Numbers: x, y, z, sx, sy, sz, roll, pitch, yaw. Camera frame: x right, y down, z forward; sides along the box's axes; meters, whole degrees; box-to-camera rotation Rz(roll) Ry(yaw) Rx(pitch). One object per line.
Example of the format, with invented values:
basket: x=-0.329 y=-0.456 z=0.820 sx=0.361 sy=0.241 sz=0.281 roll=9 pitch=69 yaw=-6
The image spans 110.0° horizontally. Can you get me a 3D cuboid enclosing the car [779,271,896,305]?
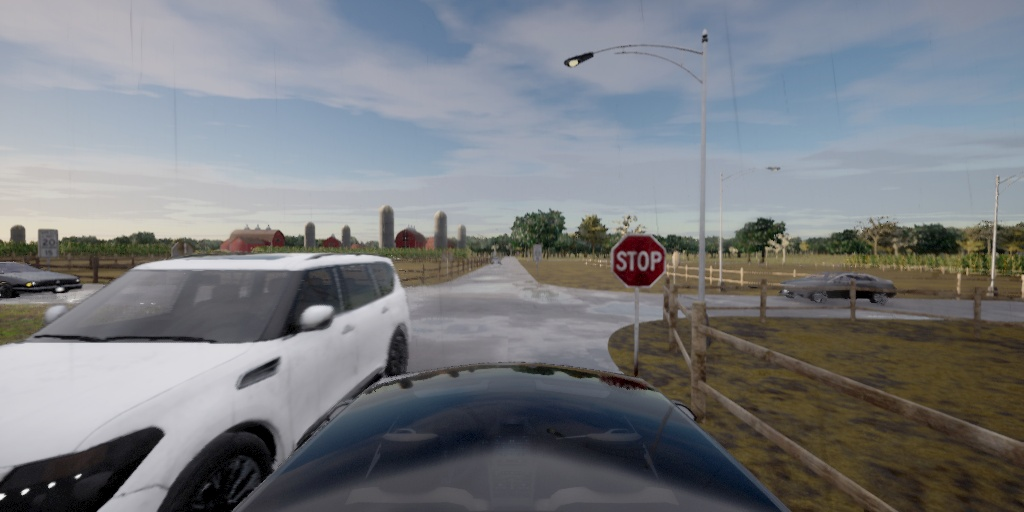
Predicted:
car: x=16.089 y=1.522 z=17.876 sx=4.902 sy=1.511 sz=2.128 roll=1 pitch=1 yaw=0

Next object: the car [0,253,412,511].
car: x=-2.750 y=0.979 z=3.863 sx=2.150 sy=2.045 sz=5.566 roll=0 pitch=0 yaw=0

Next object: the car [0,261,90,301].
car: x=-21.193 y=0.940 z=14.689 sx=5.357 sy=1.411 sz=2.033 roll=1 pitch=1 yaw=0

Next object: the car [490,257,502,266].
car: x=-2.773 y=0.931 z=63.810 sx=2.128 sy=1.511 sz=4.902 roll=0 pitch=0 yaw=0
